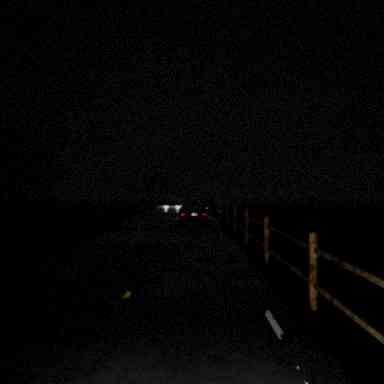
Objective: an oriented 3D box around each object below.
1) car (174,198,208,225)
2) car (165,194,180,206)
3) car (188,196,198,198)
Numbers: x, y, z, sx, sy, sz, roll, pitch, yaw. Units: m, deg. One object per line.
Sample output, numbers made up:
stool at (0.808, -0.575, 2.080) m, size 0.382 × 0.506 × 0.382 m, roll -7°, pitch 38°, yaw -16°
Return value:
car at (0.091, 1.366, 22.157) m, size 2.033 × 1.411 × 5.357 m, roll 0°, pitch 1°, yaw 0°
car at (-2.764, 1.097, 47.418) m, size 1.882 × 1.535 × 5.008 m, roll 0°, pitch 0°, yaw 0°
car at (0.087, 1.216, 41.027) m, size 1.994 × 1.385 × 4.181 m, roll 0°, pitch 0°, yaw 0°
